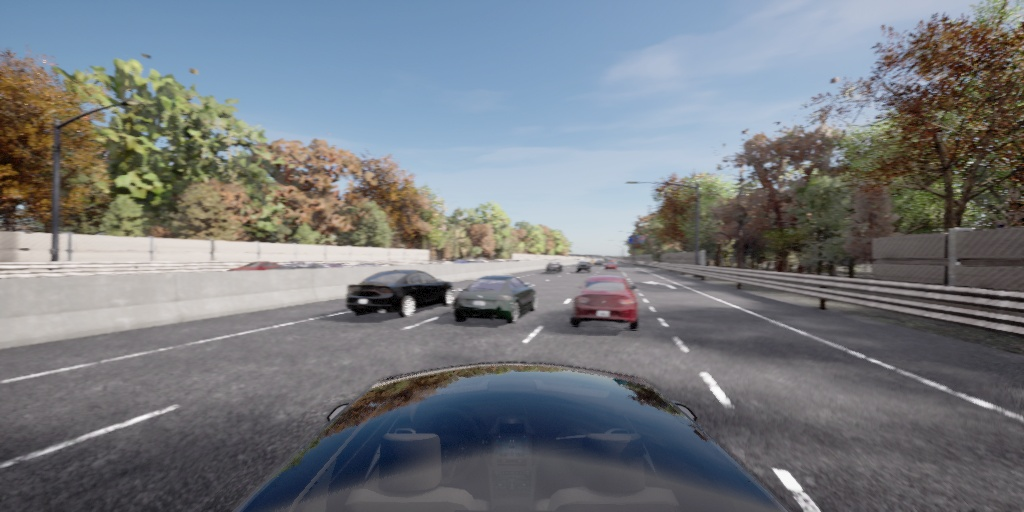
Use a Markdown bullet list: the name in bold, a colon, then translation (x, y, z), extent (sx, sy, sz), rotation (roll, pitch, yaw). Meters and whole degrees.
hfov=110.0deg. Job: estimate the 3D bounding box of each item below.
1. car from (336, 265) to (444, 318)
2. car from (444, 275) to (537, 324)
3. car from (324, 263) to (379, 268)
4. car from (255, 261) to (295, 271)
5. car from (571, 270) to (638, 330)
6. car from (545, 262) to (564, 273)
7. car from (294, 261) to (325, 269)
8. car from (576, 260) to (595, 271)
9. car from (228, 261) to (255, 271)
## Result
- **car**: translation (-3.823, 1.227, 13.156), extent (1.882, 1.535, 5.008), rotation (1, 0, 16)
- **car**: translation (-0.419, 1.348, 12.328), extent (1.994, 1.385, 4.181), rotation (1, 0, 16)
- **car**: translation (-10.993, 1.266, 26.883), extent (2.033, 1.411, 5.357), rotation (1, 0, 16)
- **car**: translation (-17.588, 1.146, 29.265), extent (2.128, 1.511, 4.902), rotation (1, 0, 16)
- **car**: translation (2.989, 1.345, 11.522), extent (1.812, 1.442, 4.674), rotation (1, 0, 16)
- **car**: translation (5.619, 1.470, 47.100), extent (2.128, 1.511, 4.902), rotation (1, 0, 16)
- **car**: translation (-14.284, 1.250, 28.089), extent (1.994, 1.385, 4.181), rotation (1, 0, 16)
- **car**: translation (10.164, 1.548, 50.370), extent (1.837, 1.490, 4.892), rotation (1, 0, 16)
- **car**: translation (-21.033, 1.143, 29.939), extent (1.812, 1.442, 4.674), rotation (1, 0, 16)
